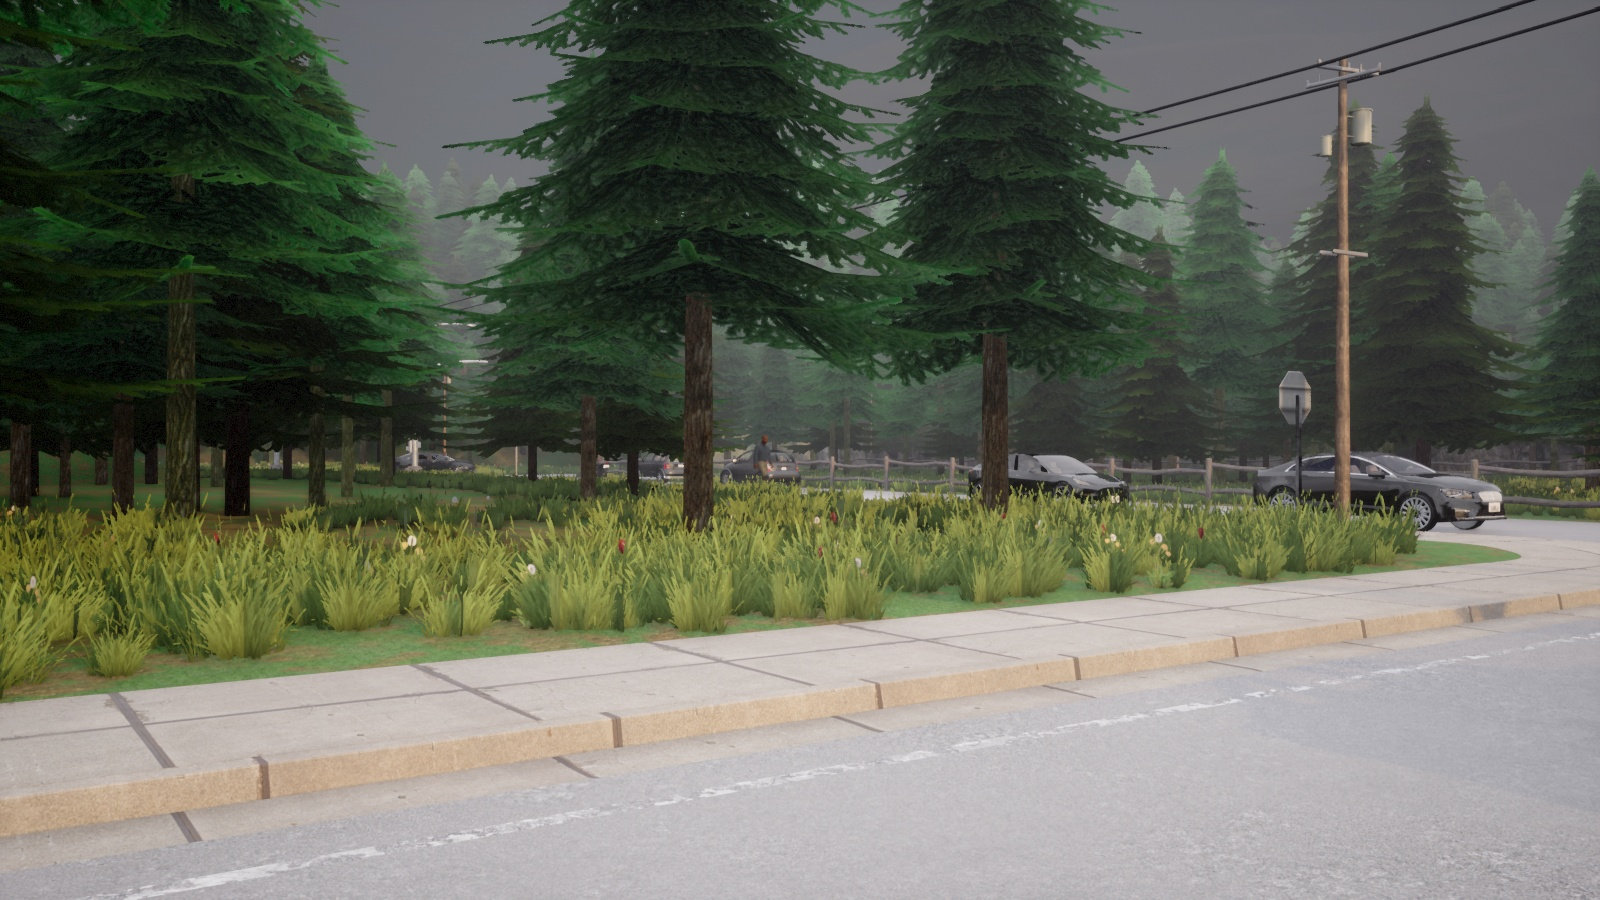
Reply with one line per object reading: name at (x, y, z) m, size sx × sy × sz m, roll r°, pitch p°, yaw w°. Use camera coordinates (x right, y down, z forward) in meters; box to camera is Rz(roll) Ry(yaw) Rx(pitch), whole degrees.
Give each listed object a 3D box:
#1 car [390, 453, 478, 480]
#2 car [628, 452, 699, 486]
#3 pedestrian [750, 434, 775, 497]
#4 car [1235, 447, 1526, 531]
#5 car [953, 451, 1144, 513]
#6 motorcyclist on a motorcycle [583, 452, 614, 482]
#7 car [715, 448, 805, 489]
car at (-21.549, 0.962, 74.017) m, size 4.892 × 1.490 × 1.837 m, roll 0°, pitch 1°, yaw -16°
car at (-6.387, 0.853, 58.522) m, size 1.789 × 1.549 × 3.705 m, roll 0°, pitch 0°, yaw -34°
pedestrian at (-1.114, 0.456, 37.165) m, size 0.370 × 1.835 × 0.726 m, roll 0°, pitch 0°, yaw -43°
car at (11.409, 0.703, 25.054) m, size 2.128 × 1.511 × 4.902 m, roll 0°, pitch 0°, yaw -32°
car at (6.418, 0.777, 32.963) m, size 2.163 × 1.488 × 4.792 m, roll 0°, pitch 0°, yaw -33°
motorcyclist on a motorcycle at (-10.341, 0.879, 64.410) m, size 0.797 × 1.523 × 2.044 m, roll 0°, pitch 0°, yaw -35°
car at (-1.681, 0.745, 51.447) m, size 1.851 × 1.617 × 3.988 m, roll 0°, pitch 0°, yaw -34°
